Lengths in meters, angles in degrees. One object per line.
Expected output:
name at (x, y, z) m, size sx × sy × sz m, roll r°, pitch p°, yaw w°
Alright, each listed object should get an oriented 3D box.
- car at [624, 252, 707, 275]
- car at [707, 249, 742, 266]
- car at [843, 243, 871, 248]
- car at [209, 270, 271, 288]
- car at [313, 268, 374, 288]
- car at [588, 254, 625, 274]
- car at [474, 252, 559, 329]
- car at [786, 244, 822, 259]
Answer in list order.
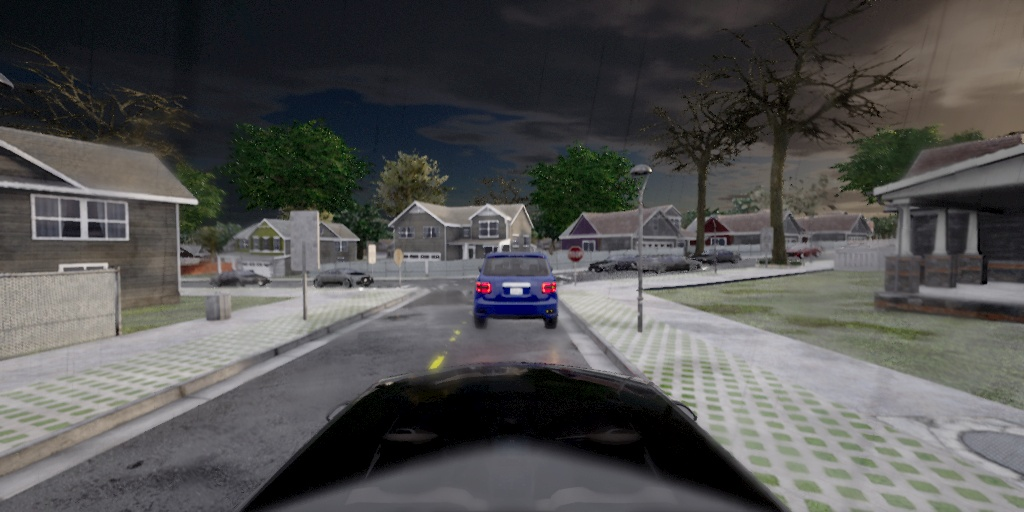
car at (11.301, 0.580, 26.405) m, size 5.357 × 1.411 × 2.033 m, roll -3°, pitch 3°, yaw -22°
car at (18.750, 0.096, 32.954) m, size 5.357 × 1.411 × 2.033 m, roll -3°, pitch 3°, yaw -25°
car at (37.300, -0.624, 38.446) m, size 4.892 × 1.490 × 1.837 m, roll -3°, pitch 3°, yaw -25°
car at (-22.489, 1.879, 29.579) m, size 5.357 × 1.411 × 2.033 m, roll -2°, pitch 1°, yaw 22°
car at (-11.919, 1.536, 25.358) m, size 4.181 × 1.385 × 1.994 m, roll -2°, pitch 1°, yaw 21°
car at (8.662, 0.580, 28.339) m, size 5.357 × 1.411 × 2.033 m, roll -3°, pitch 3°, yaw -23°
car at (0.116, 0.884, 11.014) m, size 2.150 × 2.045 × 5.566 m, roll 0°, pitch 1°, yaw 0°
car at (31.279, -0.523, 38.800) m, size 5.008 × 1.535 × 1.882 m, roll -3°, pitch 3°, yaw -25°
